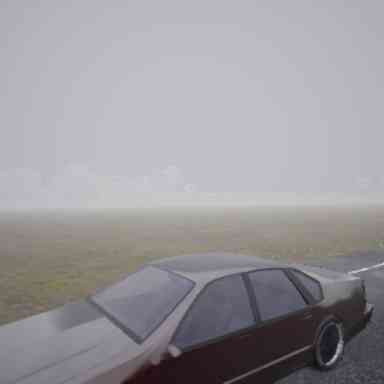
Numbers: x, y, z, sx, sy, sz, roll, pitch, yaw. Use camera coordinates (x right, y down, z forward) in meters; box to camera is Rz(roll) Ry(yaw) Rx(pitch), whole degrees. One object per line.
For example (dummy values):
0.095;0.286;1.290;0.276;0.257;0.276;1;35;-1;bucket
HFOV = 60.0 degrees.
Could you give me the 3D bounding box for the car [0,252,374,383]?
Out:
0.131;1.543;4.092;5.357;1.411;2.033;0;0;-36;car
